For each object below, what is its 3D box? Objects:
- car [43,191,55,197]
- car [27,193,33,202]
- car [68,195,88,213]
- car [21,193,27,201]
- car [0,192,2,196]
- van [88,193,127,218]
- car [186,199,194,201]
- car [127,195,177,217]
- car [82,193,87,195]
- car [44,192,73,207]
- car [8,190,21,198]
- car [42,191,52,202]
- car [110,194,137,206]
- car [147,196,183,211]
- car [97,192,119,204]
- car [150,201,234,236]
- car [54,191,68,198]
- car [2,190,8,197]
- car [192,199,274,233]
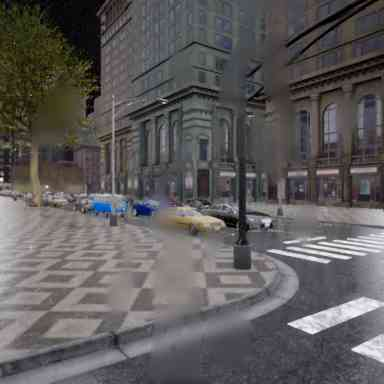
[{"bbox_3d":[-35.445,0.471,82.518,1.802,1.307,4.206,1,0,-35],"label":"car"},{"bbox_3d":[-22.961,0.910,50.068,2.008,1.369,4.403,1,0,-35],"label":"car"},{"bbox_3d":[-9.997,1.230,31.711,2.008,1.369,4.403,1,0,-35],"label":"car"},{"bbox_3d":[-26.202,0.830,54.656,2.008,1.369,4.403,1,0,-35],"label":"car"},{"bbox_3d":[-45.645,0.254,82.186,1.967,1.590,4.097,1,0,-35],"label":"car"},{"bbox_3d":[-6.755,1.091,27.122,1.690,1.788,3.998,1,0,-35],"label":"van"},{"bbox_3d":[0.202,1.314,32.048,1.947,1.339,4.313,1,0,-35],"label":"car"},{"bbox_3d":[-3.057,1.257,26.485,1.882,1.535,5.008,0,1,-35],"label":"car"},{"bbox_3d":[-16.001,0.909,54.991,2.008,1.369,4.403,1,0,-35],"label":"car"},{"bbox_3d":[-16.382,1.051,40.753,1.752,1.417,4.829,1,0,-35],"label":"car"},{"bbox_3d":[-35.922,0.483,68.420,1.967,1.590,4.097,1,0,-35],"label":"car"},{"bbox_3d":[-19.720,0.991,45.480,2.008,1.369,4.403,1,0,-35],"label":"car"},{"bbox_3d":[-9.520,1.073,45.815,2.008,1.369,4.403,1,0,-35],"label":"car"},{"bbox_3d":[-3.037,1.223,36.636,1.887,1.381,4.507,1,0,-35],"label":"car"},{"bbox_3d":[-12.759,0.880,50.403,1.967,1.590,4.097,1,0,-35],"label":"car"},{"bbox_3d":[-0.176,1.398,17.802,1.752,1.417,4.829,1,0,-35],"label":"car"},{"bbox_3d":[-28.963,0.587,73.342,1.887,1.381,4.507,1,0,-35],"label":"car"},{"bbox_3d":[-42.404,0.330,77.597,1.967,1.590,4.097,1,0,-35],"label":"car"},{"bbox_3d":[2.385,1.370,18.789,2.128,1.511,4.902,0,1,-36],"label":"car"}]
